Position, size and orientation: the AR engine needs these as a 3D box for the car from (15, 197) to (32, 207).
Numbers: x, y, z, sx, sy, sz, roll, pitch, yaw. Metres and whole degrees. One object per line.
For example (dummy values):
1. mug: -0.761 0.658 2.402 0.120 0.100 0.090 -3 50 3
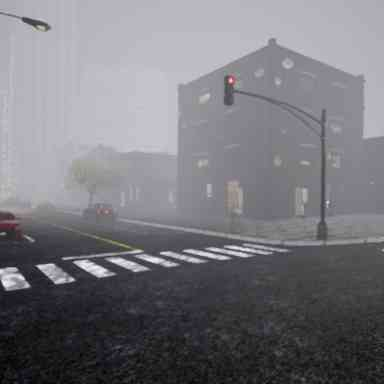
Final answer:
1. car: -31.383 2.093 62.487 1.967 1.590 4.097 1 -1 -35

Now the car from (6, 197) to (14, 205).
1. car: -40.894 2.118 76.092 2.192 1.841 5.009 1 -1 -35

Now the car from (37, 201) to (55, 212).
1. car: -20.969 2.017 47.715 1.752 1.417 4.829 1 -1 -35

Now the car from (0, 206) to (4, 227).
1. car: -14.732 1.724 23.824 1.802 1.307 4.206 1 -1 -35

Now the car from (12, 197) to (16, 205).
1. car: -34.553 2.285 67.021 1.802 1.307 4.206 1 -1 -35

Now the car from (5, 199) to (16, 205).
1. car: -44.162 2.381 80.764 1.752 1.417 4.829 1 -1 -35

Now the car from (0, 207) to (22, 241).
1. car: -9.574 1.610 16.448 1.887 1.381 4.507 1 -1 -35

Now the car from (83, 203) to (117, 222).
1. car: -8.282 1.740 29.677 1.967 1.590 4.097 1 -1 -35
